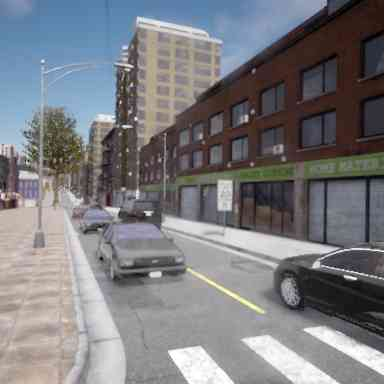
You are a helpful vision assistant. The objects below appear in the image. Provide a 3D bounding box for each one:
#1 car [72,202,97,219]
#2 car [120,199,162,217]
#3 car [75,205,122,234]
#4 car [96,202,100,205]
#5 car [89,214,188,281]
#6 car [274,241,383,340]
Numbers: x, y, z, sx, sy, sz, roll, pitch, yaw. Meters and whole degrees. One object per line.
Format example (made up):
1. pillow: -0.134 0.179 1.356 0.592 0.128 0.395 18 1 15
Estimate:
1. car: -11.189 2.024 34.095 1.994 1.385 4.181 1 -1 -21
2. car: -3.688 1.528 23.149 2.150 2.045 5.566 1 -1 -22
3. car: -6.125 1.791 21.284 2.033 1.411 5.357 1 -1 -22
4. car: -15.477 2.360 52.811 1.837 1.490 4.892 1 -2 -22
5. car: -1.861 1.642 10.541 2.033 1.411 5.357 1 -1 -22
6. car: 3.315 1.580 5.512 1.837 1.490 4.892 1 -1 -22
